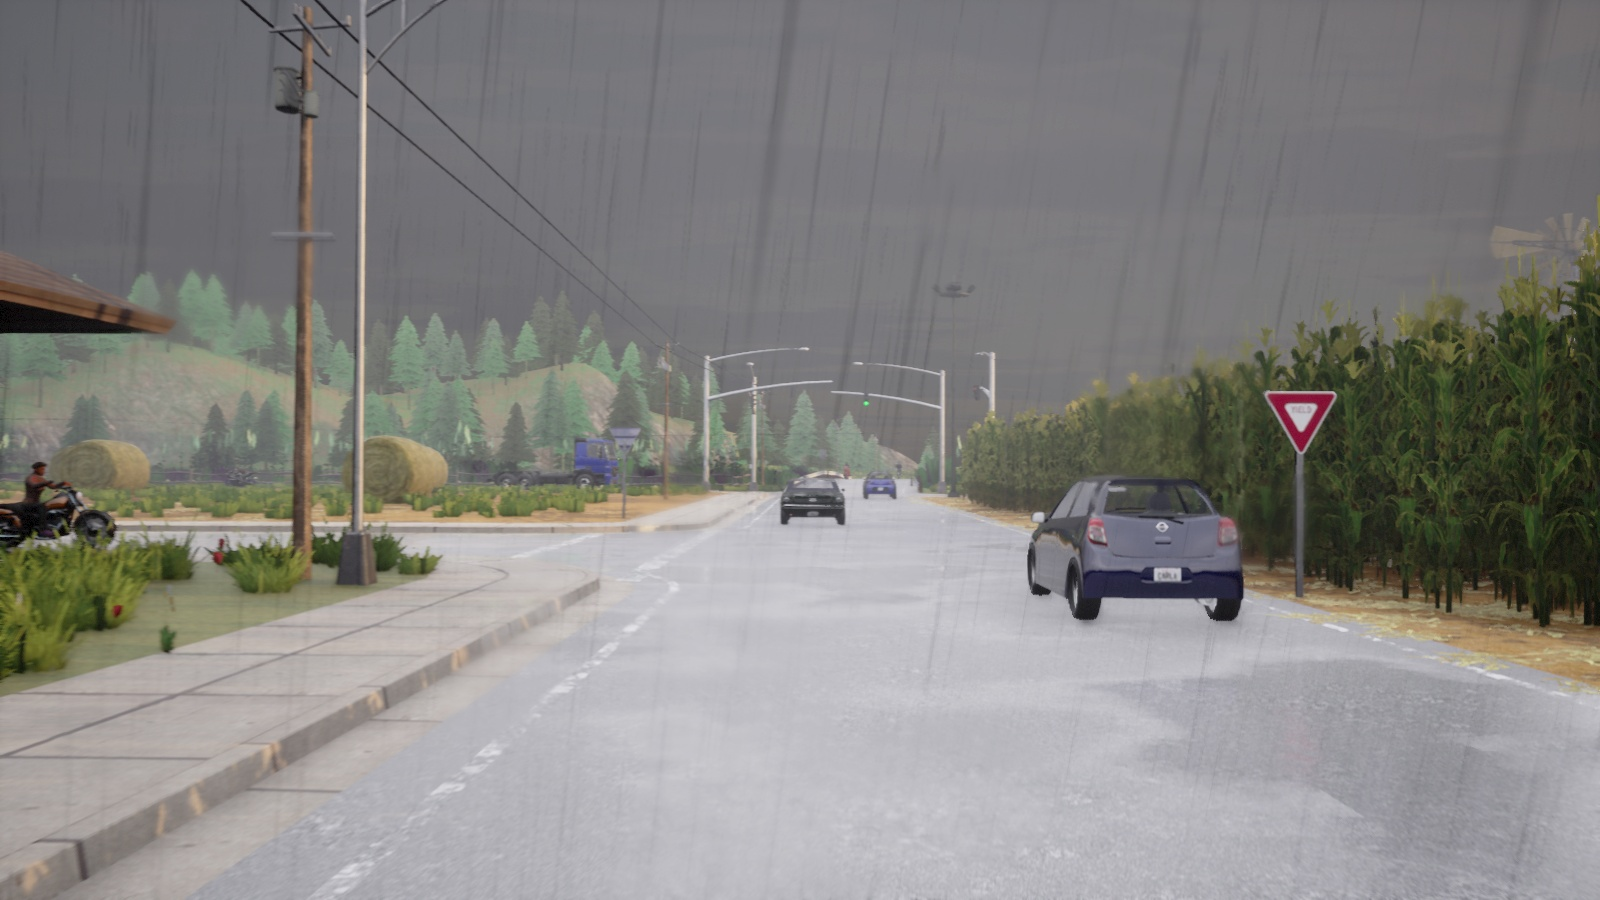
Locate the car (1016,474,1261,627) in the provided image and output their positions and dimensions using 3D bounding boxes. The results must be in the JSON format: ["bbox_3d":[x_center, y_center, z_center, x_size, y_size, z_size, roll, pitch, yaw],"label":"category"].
[{"bbox_3d":[3.675,1.034,14.314,1.845,1.501,3.633,0,-1,1],"label":"car"}]

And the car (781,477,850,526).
[{"bbox_3d":[0.453,1.474,36.894,1.895,1.301,4.718,0,-1,1],"label":"car"}]

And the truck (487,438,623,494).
[{"bbox_3d":[-15.445,1.048,79.515,7.936,3.462,2.891,0,-1,4],"label":"truck"}]

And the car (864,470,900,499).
[{"bbox_3d":[4.431,1.852,68.132,1.816,1.474,4.193,0,-1,2],"label":"car"}]

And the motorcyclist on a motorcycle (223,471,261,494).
[{"bbox_3d":[-37.529,2.199,84.431,2.191,1.530,0.866,0,-1,4],"label":"motorcyclist on a motorcycle"}]

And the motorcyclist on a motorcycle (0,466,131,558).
[{"bbox_3d":[-13.629,1.122,23.007,2.350,1.649,0.766,0,-1,0],"label":"motorcyclist on a motorcycle"}]
